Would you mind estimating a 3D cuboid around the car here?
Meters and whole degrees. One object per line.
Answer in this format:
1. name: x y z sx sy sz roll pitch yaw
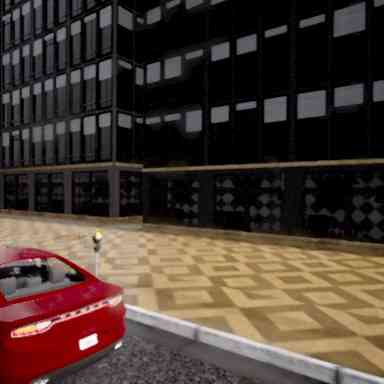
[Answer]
1. car: -2.964 1.512 4.990 4.507 1.381 1.887 0 0 36
